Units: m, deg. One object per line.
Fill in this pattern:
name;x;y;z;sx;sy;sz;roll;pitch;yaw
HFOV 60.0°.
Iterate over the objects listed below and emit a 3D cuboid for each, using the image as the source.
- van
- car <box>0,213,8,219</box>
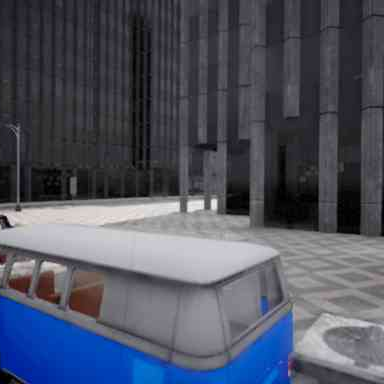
van;-0.941;1.322;3.644;3.998;1.788;1.690;0;1;36
car;-5.431;1.259;6.864;5.009;1.841;2.192;0;1;36
